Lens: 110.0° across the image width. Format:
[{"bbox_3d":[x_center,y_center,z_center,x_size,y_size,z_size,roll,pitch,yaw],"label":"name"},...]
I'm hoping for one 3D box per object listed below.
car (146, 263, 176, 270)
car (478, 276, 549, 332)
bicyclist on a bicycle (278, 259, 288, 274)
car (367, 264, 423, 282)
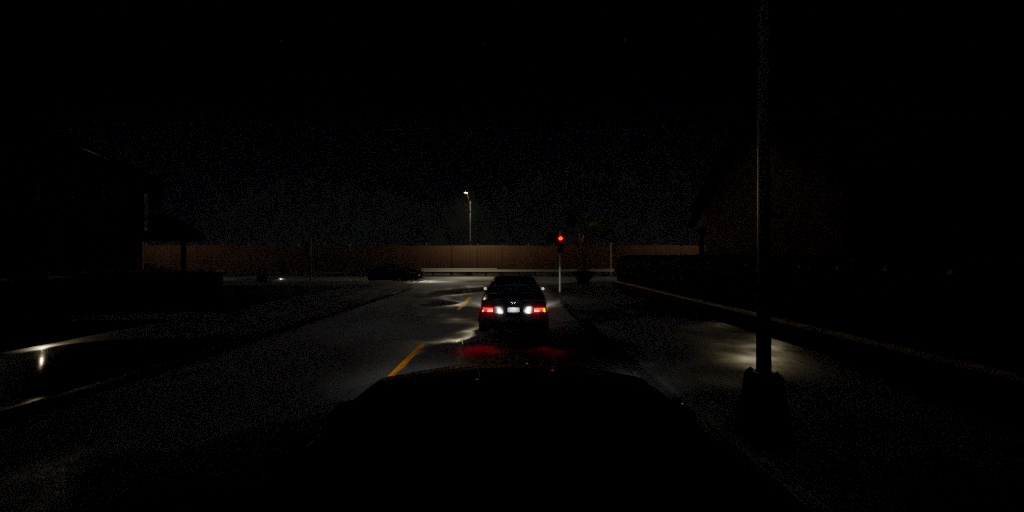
[{"bbox_3d":[-29.809,1.297,29.095,5.357,1.411,2.033,0,0,0],"label":"car"},{"bbox_3d":[0.058,1.297,10.836,2.033,1.411,5.357,0,0,1],"label":"car"},{"bbox_3d":[-23.971,1.099,37.490,0.582,1.620,1.656,0,0,0],"label":"bicyclist on a bicycle"},{"bbox_3d":[-9.263,1.314,28.535,4.181,1.385,1.994,0,0,9],"label":"car"}]
